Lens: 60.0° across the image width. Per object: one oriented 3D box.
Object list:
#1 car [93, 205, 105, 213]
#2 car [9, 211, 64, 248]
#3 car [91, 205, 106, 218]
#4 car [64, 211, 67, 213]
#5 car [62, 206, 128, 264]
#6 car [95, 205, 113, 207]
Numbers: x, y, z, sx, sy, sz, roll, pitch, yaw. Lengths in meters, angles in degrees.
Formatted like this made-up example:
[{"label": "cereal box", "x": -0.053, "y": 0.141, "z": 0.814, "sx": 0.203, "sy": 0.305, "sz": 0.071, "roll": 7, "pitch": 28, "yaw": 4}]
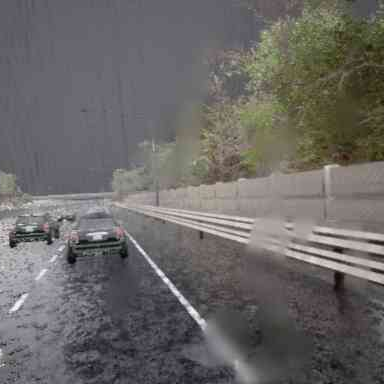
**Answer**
[{"label": "car", "x": -16.961, "y": 3.096, "z": 60.645, "sx": 1.895, "sy": 1.301, "sz": 4.718, "roll": -3, "pitch": -1, "yaw": -16}, {"label": "car", "x": -8.921, "y": 2.014, "z": 19.134, "sx": 2.097, "sy": 1.767, "sz": 4.553, "roll": -3, "pitch": -1, "yaw": -16}, {"label": "car", "x": -12.492, "y": 2.612, "z": 44.590, "sx": 1.812, "sy": 1.442, "sz": 4.674, "roll": -3, "pitch": -1, "yaw": -16}, {"label": "car", "x": -13.778, "y": 2.689, "z": 36.586, "sx": 1.895, "sy": 1.301, "sz": 4.718, "roll": -3, "pitch": -1, "yaw": -16}, {"label": "car", "x": -3.928, "y": 1.688, "z": 13.857, "sx": 2.097, "sy": 1.767, "sz": 4.553, "roll": -3, "pitch": 0, "yaw": -16}, {"label": "car", "x": -8.647, "y": 2.240, "z": 30.805, "sx": 2.128, "sy": 1.511, "sz": 4.902, "roll": -3, "pitch": -1, "yaw": -16}]
